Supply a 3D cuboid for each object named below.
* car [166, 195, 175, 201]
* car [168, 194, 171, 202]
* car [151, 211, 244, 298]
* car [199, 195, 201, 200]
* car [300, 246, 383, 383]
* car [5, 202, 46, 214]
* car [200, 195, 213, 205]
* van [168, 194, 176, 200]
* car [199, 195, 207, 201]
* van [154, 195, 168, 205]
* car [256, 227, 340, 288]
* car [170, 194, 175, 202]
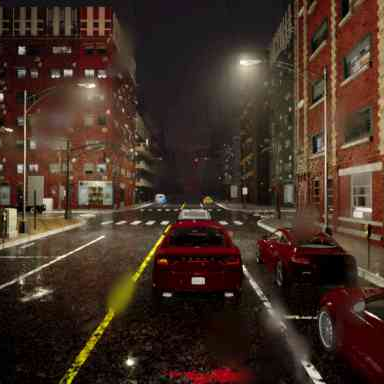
[{"bbox_3d":[-5.533,1.581,86.474,2.008,1.369,4.403,1,0,0],"label":"car"},{"bbox_3d":[-5.572,1.602,63.865,1.802,1.307,4.206,1,0,0],"label":"car"},{"bbox_3d":[0.112,1.480,8.588,1.882,1.535,5.008,0,0,0],"label":"car"},{"bbox_3d":[2.837,1.572,80.770,1.887,1.381,4.507,1,0,0],"label":"car"},{"bbox_3d":[2.673,1.583,3.250,1.802,1.307,4.206,1,0,0],"label":"car"},{"bbox_3d":[-18.648,1.729,37.324,4.313,1.339,1.947,0,-1,0],"label":"car"},{"bbox_3d":[2.799,1.543,58.329,1.752,1.417,4.829,1,0,0],"label":"car"},{"bbox_3d":[-5.521,1.375,92.126,1.690,1.788,3.998,1,0,0],"label":"van"},{"bbox_3d":[2.846,1.596,86.421,1.947,1.339,4.313,1,0,0],"label":"car"},{"bbox_3d":[-5.578,1.359,58.213,1.690,1.788,3.998,1,0,0],"label":"van"},{"bbox_3d":[2.852,1.584,8.906,1.802,1.307,4.206,1,0,0],"label":"car"},{"bbox_3d":[-5.553,1.607,75.169,1.802,1.307,4.206,1,0,0],"label":"car"}]
